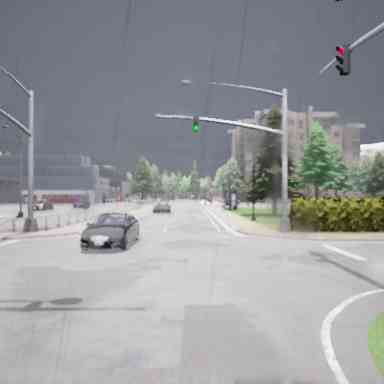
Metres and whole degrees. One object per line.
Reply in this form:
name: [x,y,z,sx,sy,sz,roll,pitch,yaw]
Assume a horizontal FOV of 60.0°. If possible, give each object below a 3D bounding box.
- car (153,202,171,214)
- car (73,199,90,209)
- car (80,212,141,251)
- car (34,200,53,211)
car: [-3.522,1.933,39.806,1.994,1.385,4.181,0,0,0]
car: [-17.484,1.865,52.758,1.845,1.501,3.633,0,-1,0]
car: [-3.510,1.684,14.980,2.128,1.511,4.902,0,0,0]
car: [-20.534,1.807,45.366,1.970,1.475,3.806,0,-1,0]
